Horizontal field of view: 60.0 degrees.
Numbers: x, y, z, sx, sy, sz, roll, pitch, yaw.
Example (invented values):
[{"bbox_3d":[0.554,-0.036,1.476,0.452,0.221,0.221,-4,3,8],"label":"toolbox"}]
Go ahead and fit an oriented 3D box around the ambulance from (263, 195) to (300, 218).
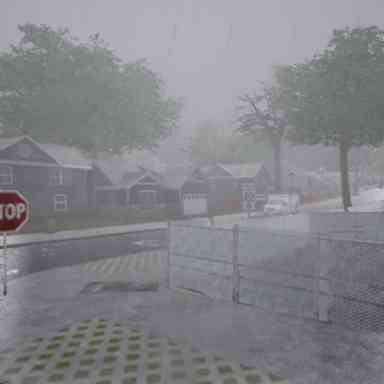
[{"bbox_3d":[10.144,1.548,37.663,2.351,2.431,6.366,-1,0,36],"label":"ambulance"}]
